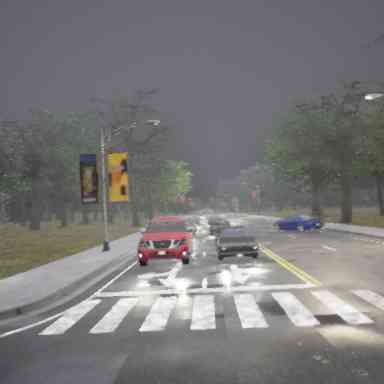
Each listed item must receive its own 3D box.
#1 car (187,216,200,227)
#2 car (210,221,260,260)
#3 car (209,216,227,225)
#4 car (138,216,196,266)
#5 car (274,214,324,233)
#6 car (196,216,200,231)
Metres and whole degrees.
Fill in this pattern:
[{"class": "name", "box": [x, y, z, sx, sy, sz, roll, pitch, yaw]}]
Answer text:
[{"class": "car", "box": [0.266, 4.367, 50.004, 1.812, 1.442, 4.674, -3, -3, 2]}, {"class": "car", "box": [2.151, 2.461, 16.870, 2.033, 1.411, 5.357, -3, -3, 2]}, {"class": "car", "box": [2.688, 3.207, 30.852, 1.994, 1.385, 4.181, -3, -3, 2]}, {"class": "car", "box": [-1.135, 2.276, 16.330, 2.150, 2.045, 5.566, -3, -3, 2]}, {"class": "car", "box": [9.261, 2.705, 29.337, 1.882, 1.535, 5.008, -5, -3, -24]}, {"class": "car", "box": [-0.568, 3.300, 30.749, 2.128, 1.511, 4.902, -3, -3, 2]}]
